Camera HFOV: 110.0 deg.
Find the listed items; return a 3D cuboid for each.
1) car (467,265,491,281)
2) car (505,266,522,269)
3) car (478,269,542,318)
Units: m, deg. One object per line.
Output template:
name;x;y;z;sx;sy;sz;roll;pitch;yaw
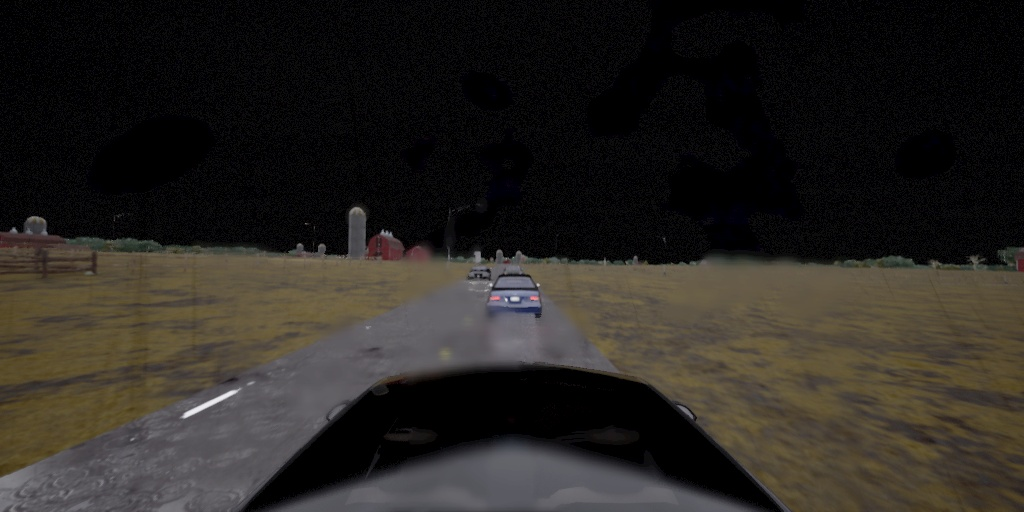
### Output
car;-2.847;1.537;32.449;1.994;1.385;4.181;0;0;0
car;0.096;1.570;32.075;1.895;1.301;4.718;0;0;0
car;0.094;1.373;13.403;2.033;1.411;5.357;0;0;0
